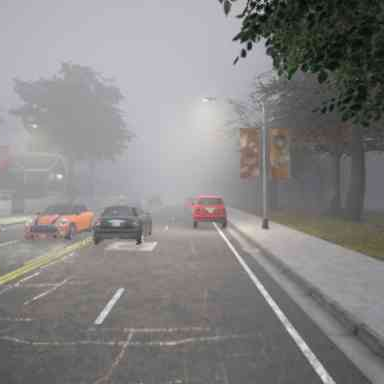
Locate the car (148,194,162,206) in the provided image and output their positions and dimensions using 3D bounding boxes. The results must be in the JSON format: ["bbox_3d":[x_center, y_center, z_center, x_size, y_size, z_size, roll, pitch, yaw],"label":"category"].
[{"bbox_3d":[-6.540,1.398,58.969,2.150,2.045,5.566,0,0,1],"label":"car"}]

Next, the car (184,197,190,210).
[{"bbox_3d":[0.020,1.465,43.989,2.097,1.767,4.553,0,0,0],"label":"car"}]

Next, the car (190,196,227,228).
[{"bbox_3d":[1.137,1.268,22.729,2.150,2.045,5.566,0,0,0],"label":"car"}]

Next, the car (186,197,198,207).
[{"bbox_3d":[-0.001,1.674,57.362,1.837,1.490,4.892,0,0,0],"label":"car"}]

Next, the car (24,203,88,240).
[{"bbox_3d":[-6.598,1.379,16.967,2.097,1.767,4.553,0,0,0],"label":"car"}]

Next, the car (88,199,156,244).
[{"bbox_3d":[-3.149,1.377,16.018,2.097,1.767,4.553,0,0,0],"label":"car"}]
